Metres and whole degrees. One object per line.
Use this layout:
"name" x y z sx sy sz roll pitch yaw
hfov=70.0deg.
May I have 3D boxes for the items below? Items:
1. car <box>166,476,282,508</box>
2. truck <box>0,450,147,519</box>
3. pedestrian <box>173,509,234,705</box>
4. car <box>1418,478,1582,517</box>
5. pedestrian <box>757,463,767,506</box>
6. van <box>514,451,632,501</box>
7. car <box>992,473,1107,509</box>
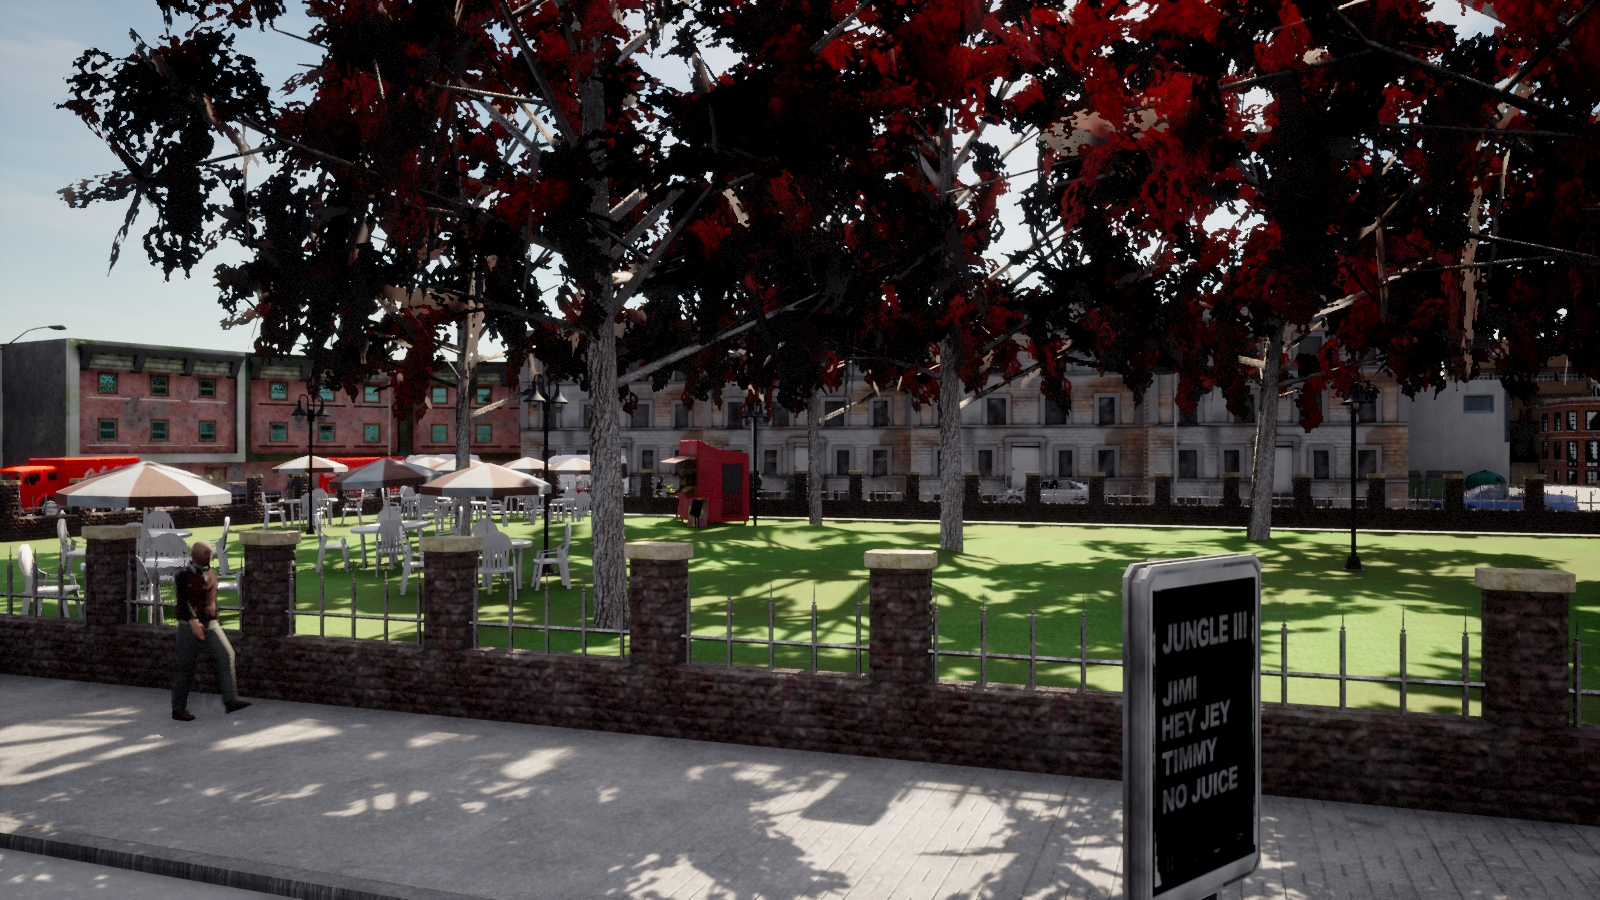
"car" -27.075 1.936 53.850 1.895 1.301 4.718 0 0 25
"truck" -29.808 1.324 46.422 2.627 2.467 5.204 0 2 20
"pedestrian" -5.861 1.523 11.229 0.375 1.860 0.375 0 0 23
"car" 28.087 1.886 46.052 5.357 1.411 2.033 0 0 20
"pedestrian" -1.684 1.526 50.318 0.375 1.860 0.375 0 0 -14
"van" -12.048 1.315 60.623 5.915 2.561 1.988 0 0 20
"car" 11.397 1.841 52.124 4.892 1.480 2.231 0 0 19
